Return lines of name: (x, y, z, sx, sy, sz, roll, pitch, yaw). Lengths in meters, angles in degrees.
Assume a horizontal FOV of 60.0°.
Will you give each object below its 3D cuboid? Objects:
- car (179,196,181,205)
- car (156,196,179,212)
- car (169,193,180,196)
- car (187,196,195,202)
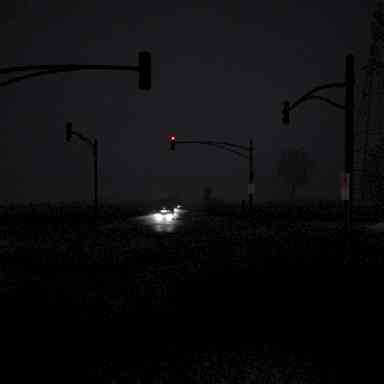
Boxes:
car: (-3.013, 1.596, 47.477, 1.895, 1.301, 4.718, 0, 0, 0)
car: (-2.961, 1.486, 37.661, 2.128, 1.511, 4.902, 0, 0, -1)
car: (-3.060, 1.218, 57.828, 2.150, 2.045, 5.566, 0, 0, 0)
car: (-0.332, 1.596, 78.375, 1.895, 1.301, 4.718, 0, 0, 0)
